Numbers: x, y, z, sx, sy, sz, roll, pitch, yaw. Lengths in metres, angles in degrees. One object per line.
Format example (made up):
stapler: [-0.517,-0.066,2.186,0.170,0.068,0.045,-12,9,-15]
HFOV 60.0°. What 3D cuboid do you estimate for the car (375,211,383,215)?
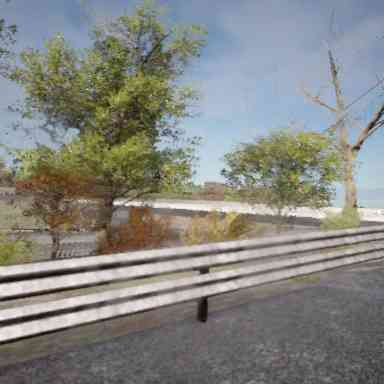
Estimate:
car: [32.319,3.480,53.094,5.357,1.411,2.033,2,-2,20]
